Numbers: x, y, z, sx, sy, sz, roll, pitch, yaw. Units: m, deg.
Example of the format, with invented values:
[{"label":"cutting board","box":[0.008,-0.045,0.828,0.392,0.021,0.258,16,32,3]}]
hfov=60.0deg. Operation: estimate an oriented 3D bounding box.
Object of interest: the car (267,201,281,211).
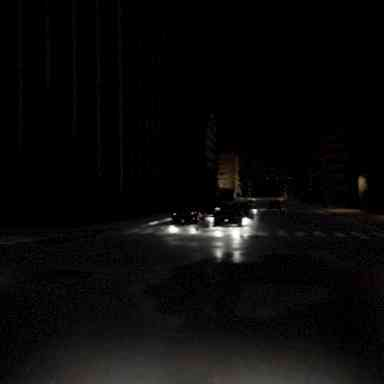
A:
[{"label":"car","box":[11.464,1.900,46.527,2.033,1.411,5.357,-1,-1,13]}]

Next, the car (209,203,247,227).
[{"label":"car","box":[2.812,1.811,25.170,1.994,1.385,4.181,-1,-1,12]}]

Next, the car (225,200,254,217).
[{"label":"car","box":[5.071,1.810,35.102,2.128,1.511,4.902,-1,0,13]}]

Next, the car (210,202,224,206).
[{"label":"car","box":[1.907,1.930,36.941,2.033,1.411,5.357,-1,-1,12]}]

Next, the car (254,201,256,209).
[{"label":"car","box":[9.424,1.987,53.778,1.812,1.442,4.674,-1,-1,13]}]

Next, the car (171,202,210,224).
[{"label":"car","box":[-0.201,1.667,27.707,2.097,1.767,4.553,-1,-1,13]}]
